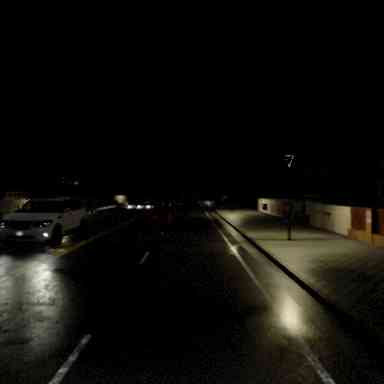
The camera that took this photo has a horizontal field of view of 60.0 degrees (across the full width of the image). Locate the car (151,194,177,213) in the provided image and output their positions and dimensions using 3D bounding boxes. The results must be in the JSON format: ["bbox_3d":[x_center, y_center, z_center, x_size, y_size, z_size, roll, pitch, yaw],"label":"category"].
[{"bbox_3d":[-3.151,1.423,38.325,2.097,1.767,4.553,0,0,0],"label":"car"}]

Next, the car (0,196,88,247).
[{"bbox_3d":[-6.601,1.245,15.490,2.150,2.045,5.566,0,0,0],"label":"car"}]

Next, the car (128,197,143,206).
[{"bbox_3d":[-9.788,1.597,58.011,1.882,1.535,5.008,0,0,1],"label":"car"}]

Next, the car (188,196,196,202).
[{"bbox_3d":[-0.003,1.720,79.711,2.033,1.411,5.357,0,0,0],"label":"car"}]

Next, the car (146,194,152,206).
[{"bbox_3d":[-6.537,1.343,58.053,2.150,2.045,5.566,0,0,1],"label":"car"}]

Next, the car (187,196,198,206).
[{"bbox_3d":[0.097,1.681,56.992,1.994,1.385,4.181,0,0,0],"label":"car"}]

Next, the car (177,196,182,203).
[{"bbox_3d":[-3.254,1.686,73.046,1.812,1.442,4.674,0,0,0],"label":"car"}]
